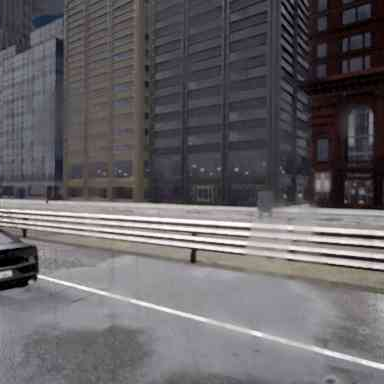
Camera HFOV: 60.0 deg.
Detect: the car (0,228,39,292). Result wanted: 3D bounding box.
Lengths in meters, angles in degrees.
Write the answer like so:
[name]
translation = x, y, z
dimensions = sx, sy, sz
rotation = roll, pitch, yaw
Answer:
[car]
translation = -5.730, 1.498, 8.070
dimensions = 5.008, 1.535, 1.882
rotation = 0, 0, 35
